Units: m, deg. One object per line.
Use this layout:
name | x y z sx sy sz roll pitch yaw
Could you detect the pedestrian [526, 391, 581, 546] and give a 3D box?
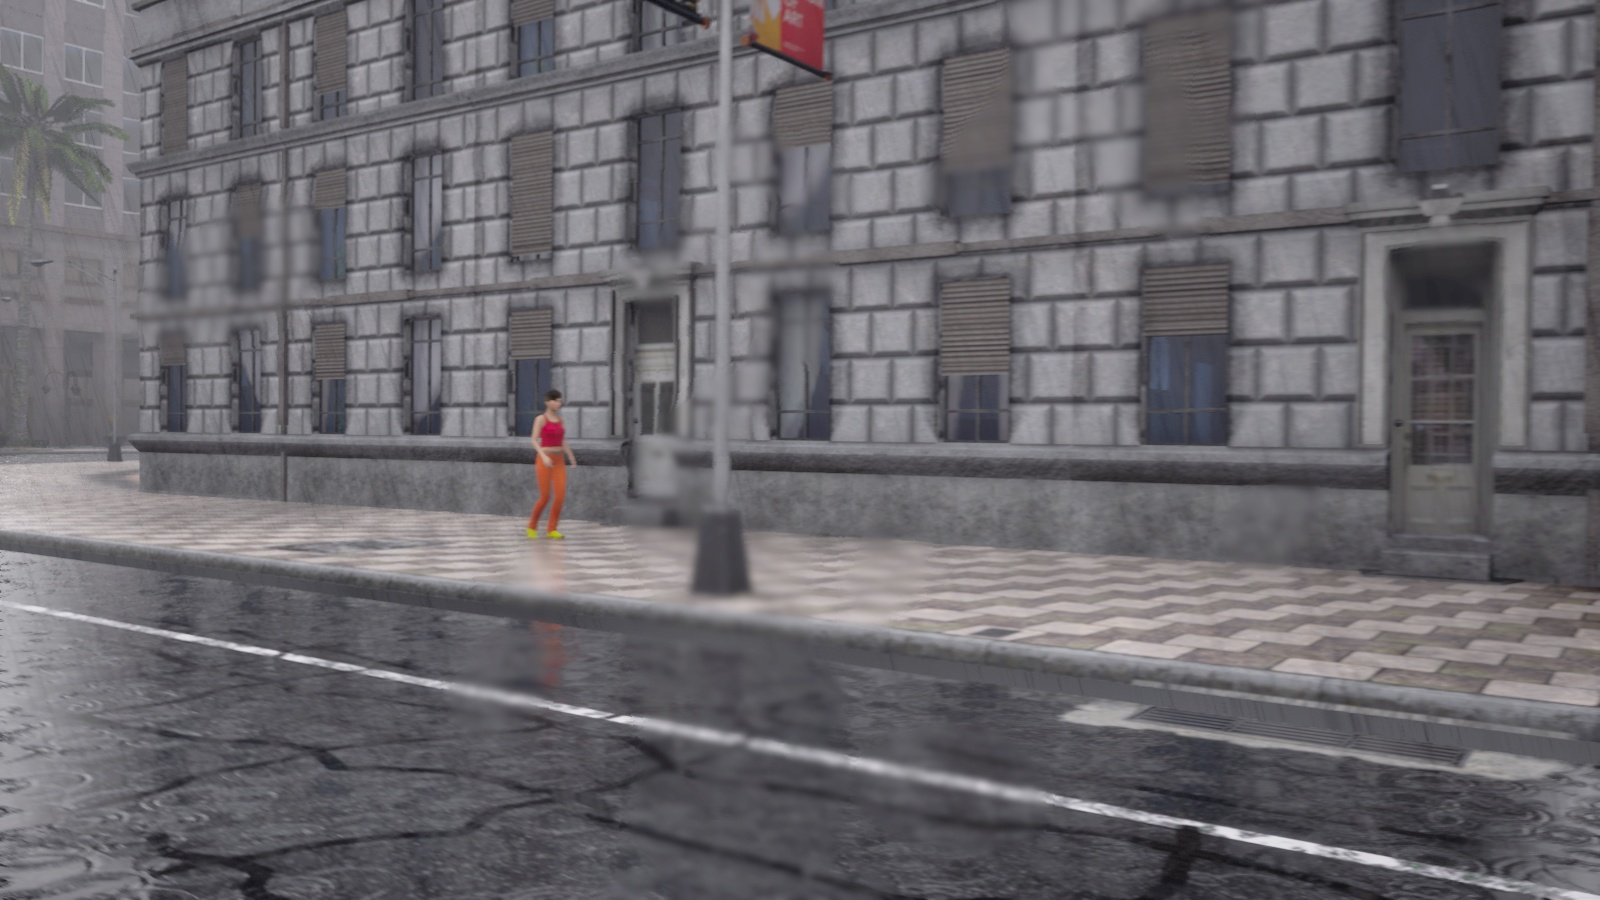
pedestrian | -2.985 0.211 15.190 0.594 1.836 0.345 0 1 41
